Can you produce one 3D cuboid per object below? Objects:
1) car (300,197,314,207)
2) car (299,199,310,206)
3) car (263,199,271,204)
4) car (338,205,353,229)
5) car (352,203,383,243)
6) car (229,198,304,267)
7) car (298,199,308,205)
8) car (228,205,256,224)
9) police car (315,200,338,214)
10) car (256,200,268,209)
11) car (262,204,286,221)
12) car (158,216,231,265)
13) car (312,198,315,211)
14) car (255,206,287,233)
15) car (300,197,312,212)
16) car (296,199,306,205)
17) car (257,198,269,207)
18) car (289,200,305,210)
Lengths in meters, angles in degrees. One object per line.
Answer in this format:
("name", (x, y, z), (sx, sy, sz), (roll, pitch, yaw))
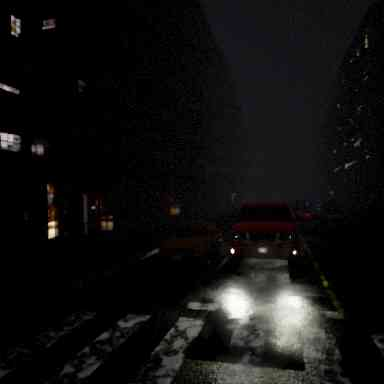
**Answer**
("car", (22.561, 1.919, 65.574), (2.192, 1.841, 5.009), (-2, -1, 15))
("car", (23.999, 2.225, 71.050), (1.947, 1.339, 4.313), (-2, -1, 15))
("car", (20.197, 2.580, 89.541), (1.947, 1.339, 4.313), (-2, -1, 15))
("car", (11.136, 1.686, 21.723), (1.887, 1.381, 4.507), (-2, -1, 15))
("car", (9.698, 1.397, 16.247), (2.192, 1.841, 5.009), (-2, -1, 15))
("car", (2.761, 1.378, 12.417), (2.150, 2.045, 5.566), (-1, -1, 15))
("car", (25.428, 2.259, 76.531), (1.887, 1.381, 4.507), (-2, -1, 15))
("car", (4.474, 1.937, 29.249), (1.887, 1.381, 4.507), (-2, -1, 15))
("police car", (16.283, 1.746, 39.532), (1.930, 1.638, 5.238), (-1, -1, 15))
("car", (13.050, 2.284, 62.135), (1.887, 1.381, 4.507), (-2, -1, 15))
("car", (8.044, 1.922, 32.576), (2.033, 1.411, 5.357), (-1, -1, 15))
("car", (0.143, 1.737, 12.642), (1.752, 1.417, 4.829), (-2, -1, 15))
("car", (18.029, 1.870, 46.197), (1.882, 1.535, 5.008), (-1, -1, 15))
("car", (5.384, 1.771, 22.422), (1.837, 1.490, 4.892), (-1, -1, 15))
("car", (14.514, 1.791, 44.773), (2.097, 1.767, 4.553), (-1, -1, 15))
("car", (26.863, 2.334, 82.010), (1.947, 1.339, 4.313), (-2, -1, 15))
("car", (14.471, 2.111, 67.619), (2.192, 1.841, 5.009), (-2, -1, 15))
("car", (16.742, 2.021, 53.310), (2.128, 1.511, 4.902), (-1, -1, 15))
